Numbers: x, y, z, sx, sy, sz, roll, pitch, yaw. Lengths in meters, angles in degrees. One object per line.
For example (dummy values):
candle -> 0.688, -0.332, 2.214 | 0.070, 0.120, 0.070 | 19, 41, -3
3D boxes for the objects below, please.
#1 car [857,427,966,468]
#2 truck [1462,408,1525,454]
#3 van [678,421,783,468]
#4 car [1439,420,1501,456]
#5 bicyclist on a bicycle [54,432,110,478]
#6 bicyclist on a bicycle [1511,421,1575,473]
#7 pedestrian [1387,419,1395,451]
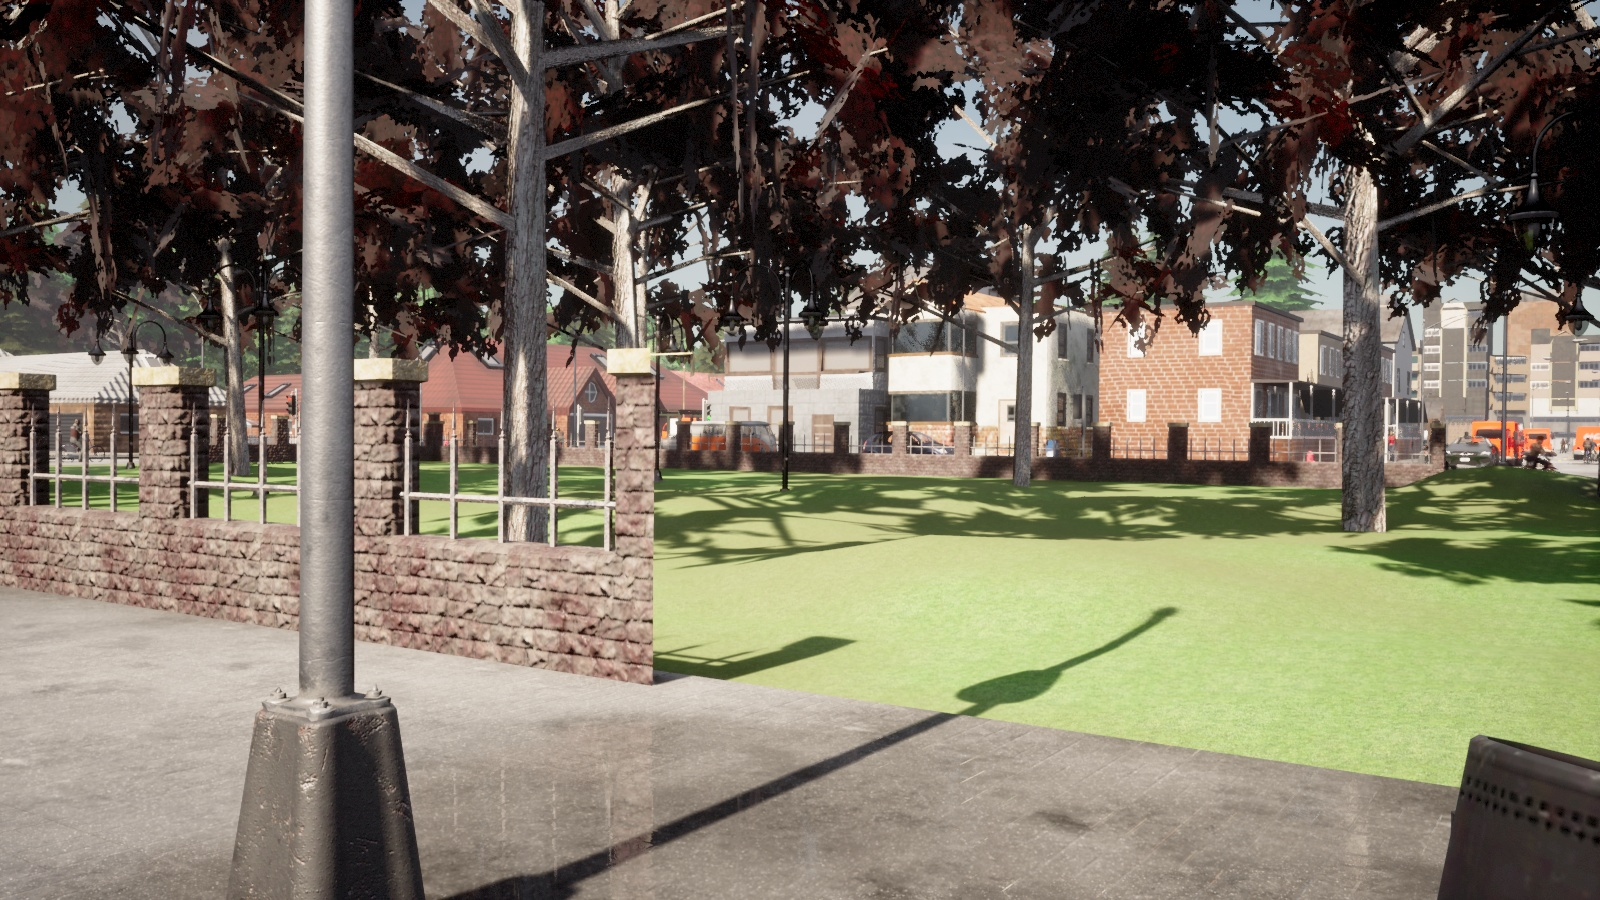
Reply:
car -> 4.492, -0.104, 50.719 | 3.988, 1.617, 1.851 | 0, 1, 32
truck -> 38.267, -1.048, 69.266 | 2.627, 2.467, 5.204 | 0, 1, 34
van -> -3.100, -0.249, 55.745 | 4.442, 1.987, 1.775 | 0, 1, 31
car -> 31.788, -0.590, 59.514 | 2.152, 1.651, 5.027 | 0, 1, 34
bicyclist on a bicycle -> -28.707, 0.176, 50.233 | 0.659, 1.776, 1.843 | 0, 1, 32
bicyclist on a bicycle -> 23.720, -0.095, 40.137 | 0.866, 1.612, 1.509 | 2, 0, -21
pedestrian -> 34.330, -0.866, 72.931 | 0.331, 1.846, 0.636 | 0, 1, 37
